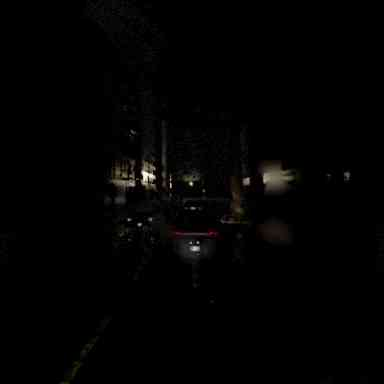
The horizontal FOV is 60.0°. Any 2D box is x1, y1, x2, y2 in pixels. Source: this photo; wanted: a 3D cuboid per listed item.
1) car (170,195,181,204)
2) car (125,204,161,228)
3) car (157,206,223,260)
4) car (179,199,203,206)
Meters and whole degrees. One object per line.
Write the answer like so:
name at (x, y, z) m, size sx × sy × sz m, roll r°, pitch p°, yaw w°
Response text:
car at (-3.045, 1.410, 63.131) m, size 1.837 × 1.490 × 4.892 m, roll 0°, pitch 0°, yaw 0°
car at (-3.108, 1.539, 22.406) m, size 2.033 × 1.411 × 5.357 m, roll 0°, pitch 0°, yaw 0°
car at (0.090, 1.493, 12.480) m, size 2.128 × 1.511 × 4.902 m, roll 0°, pitch 0°, yaw 0°
car at (0.089, 1.520, 32.418) m, size 2.033 × 1.411 × 5.357 m, roll 0°, pitch 0°, yaw 0°
